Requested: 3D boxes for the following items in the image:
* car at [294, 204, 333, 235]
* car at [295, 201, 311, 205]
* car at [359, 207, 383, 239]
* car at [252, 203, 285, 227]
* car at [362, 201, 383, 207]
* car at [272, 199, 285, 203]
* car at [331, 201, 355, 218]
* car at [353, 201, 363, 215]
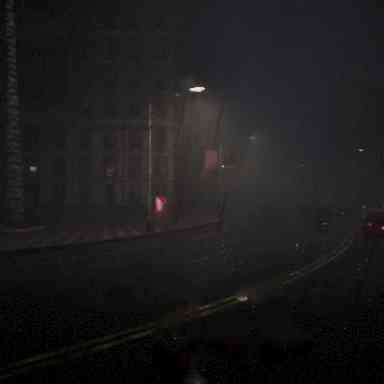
[{"bbox_3d":[7.590,1.740,20.752,1.837,1.490,4.892,0,0,23],"label":"car"},{"bbox_3d":[18.792,2.194,56.043,1.994,1.385,4.181,0,-1,-1],"label":"car"},{"bbox_3d":[10.357,1.771,18.062,1.994,1.385,4.181,0,-1,27],"label":"car"},{"bbox_3d":[5.883,1.833,25.459,2.033,1.411,5.357,0,-1,19],"label":"car"},{"bbox_3d":[19.543,1.863,33.695,1.882,1.535,5.008,0,-1,5],"label":"car"},{"bbox_3d":[18.375,2.228,70.645,2.128,1.511,4.902,0,-1,-1],"label":"car"},{"bbox_3d":[14.949,1.920,34.824,1.812,1.442,4.674,0,-1,5],"label":"car"},{"bbox_3d":[19.763,1.810,40.346,2.097,1.767,4.553,0,-1,-1],"label":"car"}]
